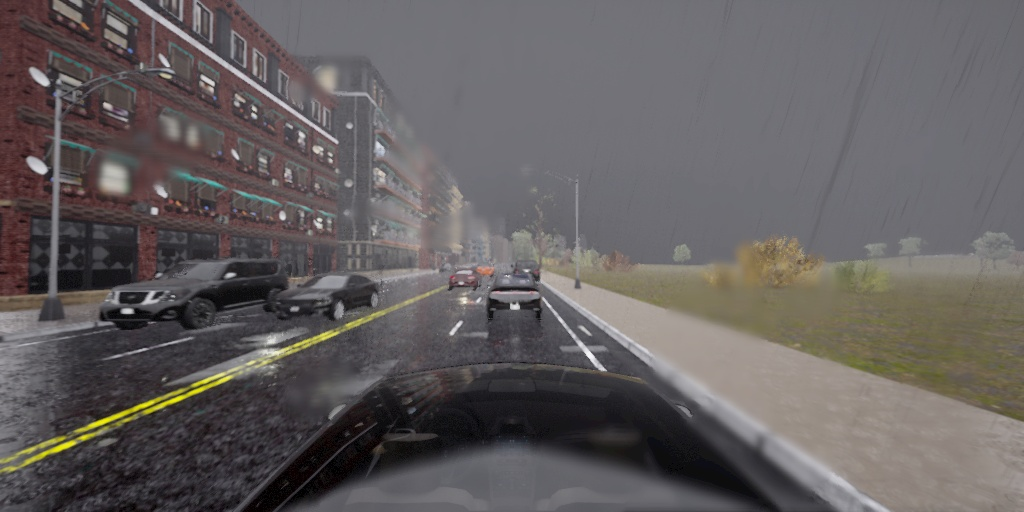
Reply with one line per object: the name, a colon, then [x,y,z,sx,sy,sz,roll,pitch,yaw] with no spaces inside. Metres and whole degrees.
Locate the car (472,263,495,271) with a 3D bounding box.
car: [-3.203,1.593,42.859,2.097,1.767,4.553,0,-1,0]

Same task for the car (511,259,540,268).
car: [1.103,1.305,29.294,2.150,2.045,5.566,0,-1,0]

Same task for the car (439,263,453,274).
car: [-9.906,1.885,54.686,1.837,1.490,4.892,0,-1,0]

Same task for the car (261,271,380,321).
car: [-6.612,1.368,13.406,1.882,1.535,5.008,0,-1,0]

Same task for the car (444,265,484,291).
car: [-3.179,1.552,24.737,1.812,1.442,4.674,0,-1,0]

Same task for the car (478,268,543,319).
car: [0.086,1.383,13.455,2.128,1.511,4.902,0,-1,0]

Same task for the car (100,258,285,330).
car: [-9.861,1.095,11.972,2.150,2.045,5.566,0,-1,0]
